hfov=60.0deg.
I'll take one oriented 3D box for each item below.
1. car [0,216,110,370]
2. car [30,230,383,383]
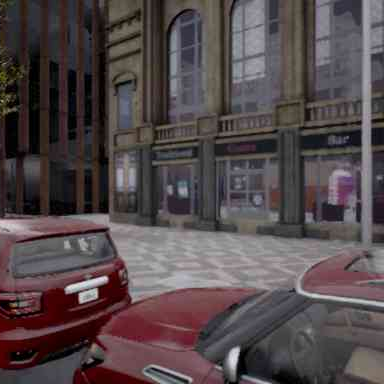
[{"bbox_3d":[-3.175,1.317,5.347,5.009,1.841,2.192,0,0,36],"label":"car"},{"bbox_3d":[1.414,1.315,2.071,5.009,1.841,2.192,0,0,36],"label":"car"}]
